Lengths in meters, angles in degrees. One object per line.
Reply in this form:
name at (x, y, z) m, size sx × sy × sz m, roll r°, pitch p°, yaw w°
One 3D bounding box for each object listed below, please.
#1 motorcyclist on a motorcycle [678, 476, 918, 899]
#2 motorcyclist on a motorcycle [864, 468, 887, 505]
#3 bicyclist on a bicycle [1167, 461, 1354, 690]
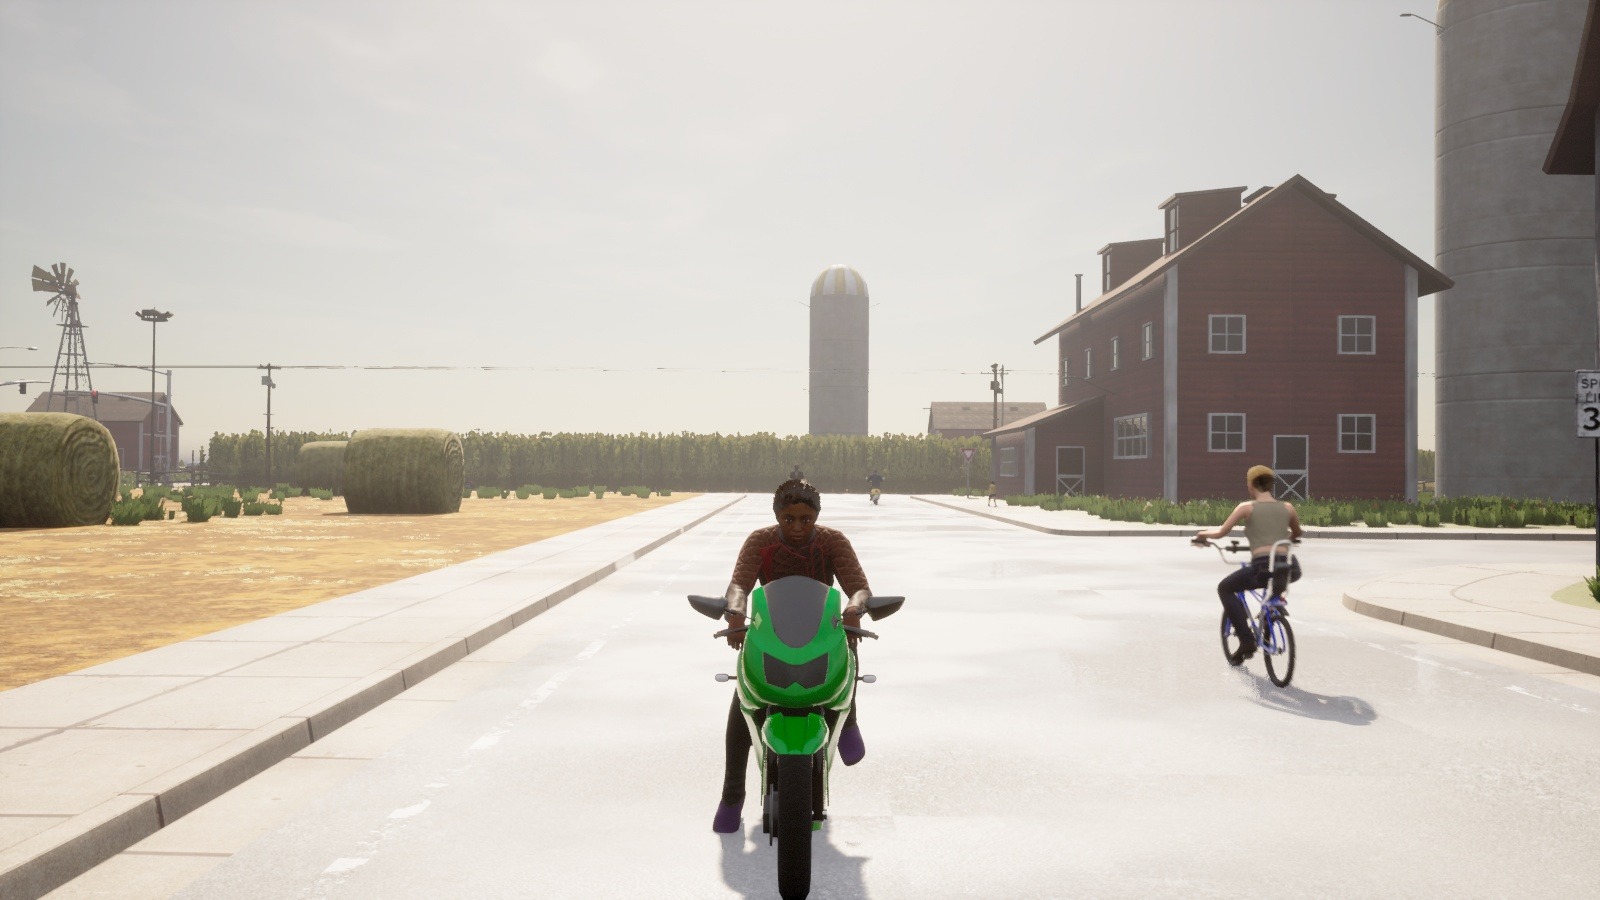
motorcyclist on a motorcycle at (-0.010, 0.878, 5.210) m, size 0.797 × 1.523 × 2.044 m, roll 0°, pitch -1°, yaw 0°
motorcyclist on a motorcycle at (3.356, 1.614, 55.940) m, size 0.866 × 1.590 × 1.817 m, roll 0°, pitch -1°, yaw 0°
bicyclist on a bicycle at (3.471, 0.896, 9.621) m, size 0.866 × 1.612 × 1.509 m, roll 0°, pitch -1°, yaw 0°
